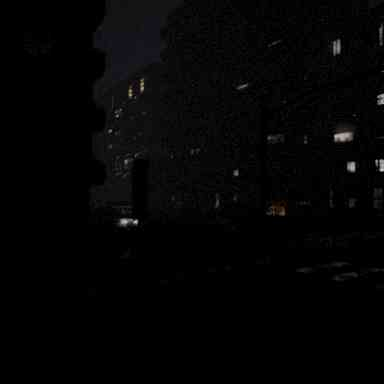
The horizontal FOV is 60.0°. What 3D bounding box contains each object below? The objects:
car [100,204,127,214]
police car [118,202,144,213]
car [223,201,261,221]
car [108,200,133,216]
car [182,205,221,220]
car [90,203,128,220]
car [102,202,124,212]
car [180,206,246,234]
[{"bbox_3d":[-11.694,2.460,49.262,2.033,1.411,5.357,0,-1,-36],"label":"car"},{"bbox_3d":[-9.514,2.354,51.510,1.930,1.638,5.238,0,-1,-36],"label":"police car"},{"bbox_3d":[4.308,1.808,31.653,2.192,1.841,5.009,-1,0,-36],"label":"car"},{"bbox_3d":[-8.366,1.948,39.338,2.150,2.045,5.566,0,-1,-36],"label":"car"},{"bbox_3d":[0.984,2.140,36.233,1.887,1.381,4.507,-1,0,-36],"label":"car"},{"bbox_3d":[-9.062,2.222,35.858,1.887,1.381,4.507,-1,0,-36],"label":"car"},{"bbox_3d":[-13.559,2.530,57.086,1.882,1.535,5.008,0,-1,-36],"label":"car"},{"bbox_3d":[1.027,1.892,21.976,1.752,1.417,4.829,-1,0,-36],"label":"car"}]
